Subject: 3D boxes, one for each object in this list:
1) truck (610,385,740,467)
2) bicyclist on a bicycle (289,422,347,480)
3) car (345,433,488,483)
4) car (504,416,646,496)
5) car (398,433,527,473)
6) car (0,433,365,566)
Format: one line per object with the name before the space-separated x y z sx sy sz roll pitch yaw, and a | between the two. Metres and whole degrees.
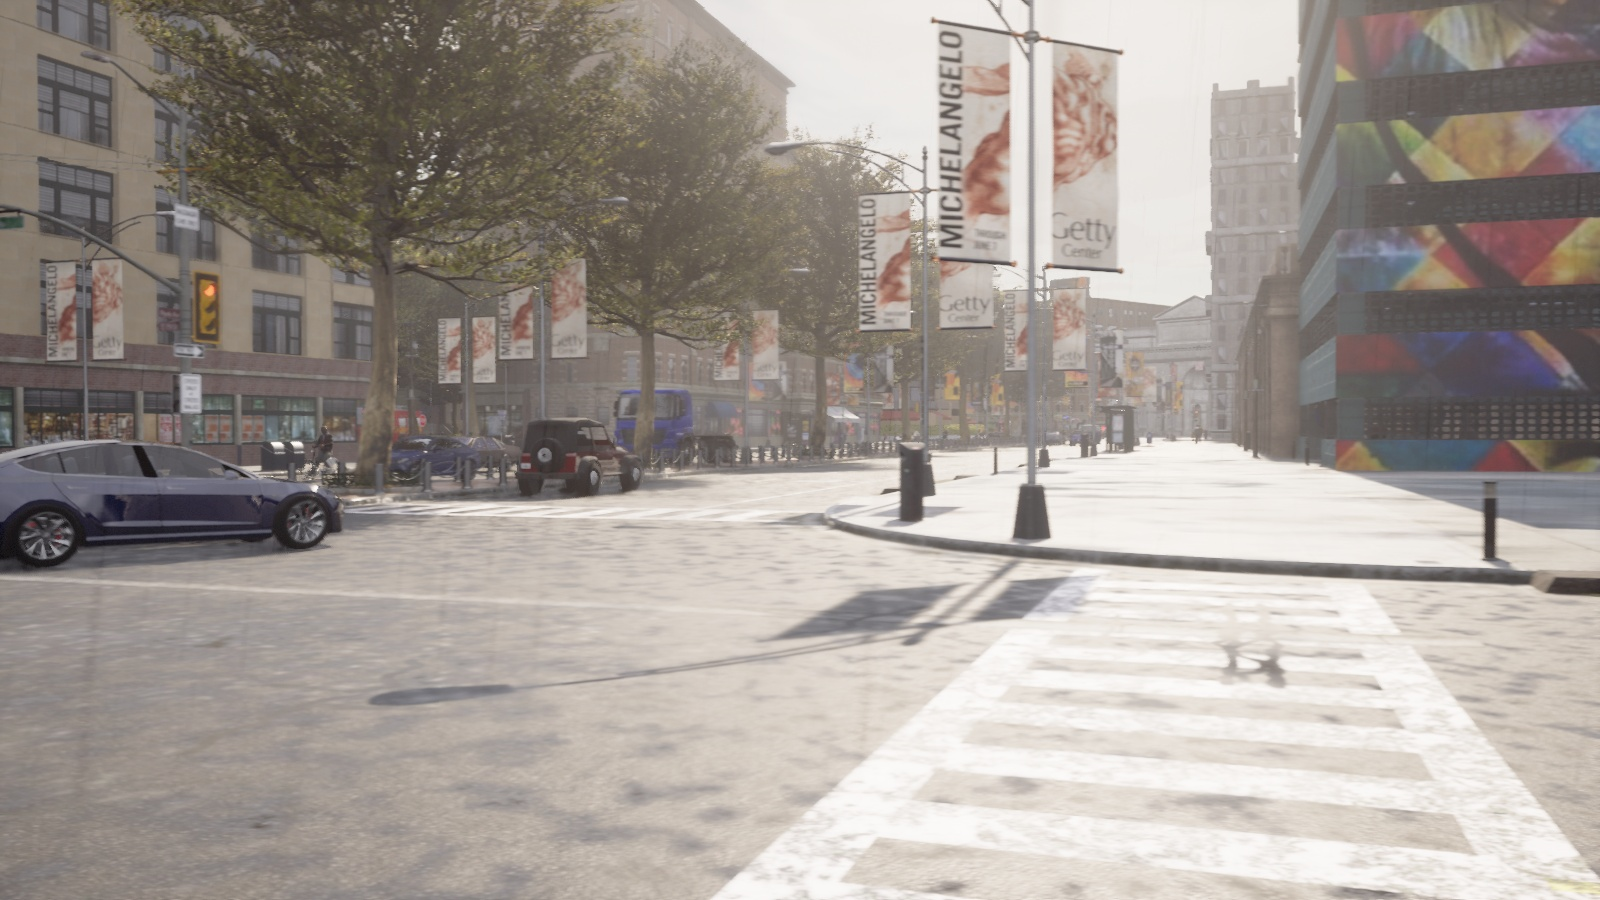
truck | -5.511 -1.090 57.025 2.891 3.462 7.936 1 1 18
bicyclist on a bicycle | -15.071 0.011 39.284 0.659 1.776 1.843 1 1 19
car | -11.660 0.191 38.535 1.812 1.442 4.674 1 1 18
car | -5.558 0.097 31.513 1.905 1.878 3.866 1 1 18
car | -12.521 0.074 47.046 2.033 1.411 5.357 1 1 18
car | -8.420 0.534 16.287 4.792 1.488 2.163 -1 1 -44
